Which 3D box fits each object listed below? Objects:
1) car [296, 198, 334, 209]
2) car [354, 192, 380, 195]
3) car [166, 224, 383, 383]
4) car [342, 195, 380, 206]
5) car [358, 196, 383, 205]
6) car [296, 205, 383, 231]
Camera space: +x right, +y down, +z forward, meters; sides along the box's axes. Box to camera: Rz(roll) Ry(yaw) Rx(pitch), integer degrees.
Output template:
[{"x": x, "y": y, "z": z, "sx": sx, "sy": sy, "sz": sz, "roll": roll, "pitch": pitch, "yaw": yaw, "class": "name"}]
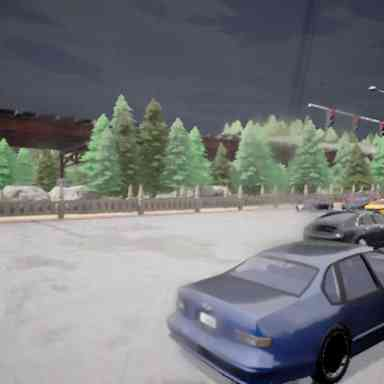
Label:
[{"x": 12.822, "y": 1.346, "z": 34.630, "sx": 4.902, "sy": 1.511, "sz": 2.128, "roll": 0, "pitch": 0, "yaw": -36, "class": "car"}, {"x": 20.863, "y": 1.029, "z": 40.348, "sx": 5.566, "sy": 2.045, "sz": 2.150, "roll": 0, "pitch": 0, "yaw": -36, "class": "car"}, {"x": 2.232, "y": 1.525, "z": 5.339, "sx": 5.357, "sy": 1.411, "sz": 2.033, "roll": 0, "pitch": 0, "yaw": -35, "class": "car"}, {"x": 16.849, "y": 1.348, "z": 33.202, "sx": 4.892, "sy": 1.490, "sz": 1.837, "roll": 0, "pitch": 0, "yaw": -36, "class": "car"}, {"x": 16.890, "y": 1.333, "z": 28.900, "sx": 5.008, "sy": 1.535, "sz": 1.882, "roll": 0, "pitch": 0, "yaw": -36, "class": "car"}, {"x": 6.172, "y": 1.447, "z": 12.446, "sx": 4.892, "sy": 1.490, "sz": 1.837, "roll": 0, "pitch": 0, "yaw": -35, "class": "car"}]
